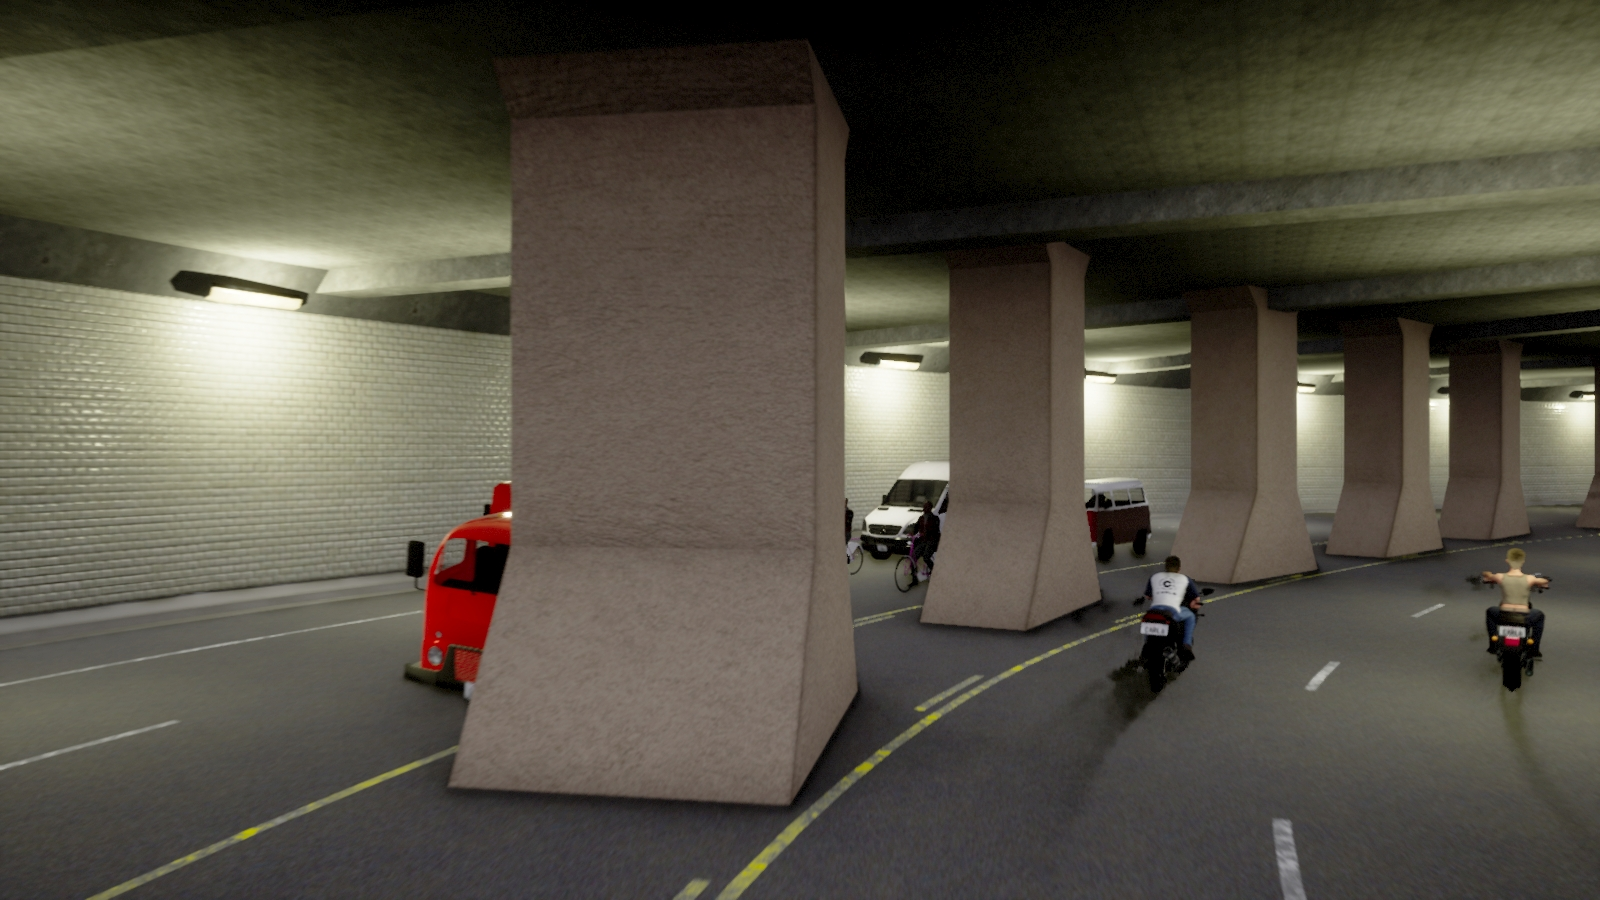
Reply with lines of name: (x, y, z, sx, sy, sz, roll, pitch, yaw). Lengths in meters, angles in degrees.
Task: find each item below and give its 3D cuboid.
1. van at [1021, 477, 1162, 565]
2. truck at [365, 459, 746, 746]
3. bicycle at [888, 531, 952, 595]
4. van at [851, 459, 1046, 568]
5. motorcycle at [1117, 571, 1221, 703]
van: (7.774, 1.783, 30.188, 2.069, 2.038, 4.480, 0, 0, 36)
truck: (-2.880, 1.666, 15.065, 2.627, 2.467, 5.204, 7, 5, 15)
bicycle: (2.417, 2.232, 22.828, 0.329, 1.126, 1.835, 0, 0, 39)
van: (4.036, 1.534, 30.142, 1.988, 2.561, 5.915, 0, 0, 44)
motorcycle: (4.450, 2.174, 13.687, 0.803, 1.224, 2.033, 1, 0, 29)
